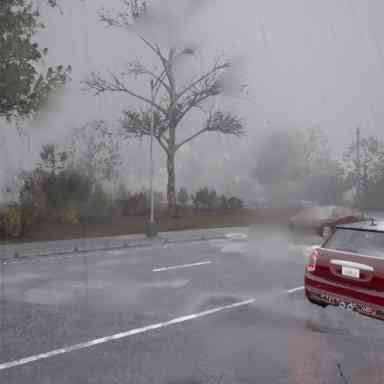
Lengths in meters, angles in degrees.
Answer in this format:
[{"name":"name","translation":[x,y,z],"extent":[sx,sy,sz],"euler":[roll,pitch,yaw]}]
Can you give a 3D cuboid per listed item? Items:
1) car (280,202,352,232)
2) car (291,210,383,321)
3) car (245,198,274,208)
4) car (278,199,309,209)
[{"name":"car","translation":[7.184,1.477,17.673],"extent":[5.008,1.535,1.882],"euler":[0,0,-37]},{"name":"car","translation":[4.396,1.352,6.747],"extent":[4.553,1.767,2.097],"euler":[0,0,-34]},{"name":"car","translation":[9.903,1.597,49.617],"extent":[2.033,1.411,5.357],"euler":[0,0,-27]},{"name":"car","translation":[12.232,1.553,37.696],"extent":[2.033,1.411,5.357],"euler":[0,0,-29]}]
